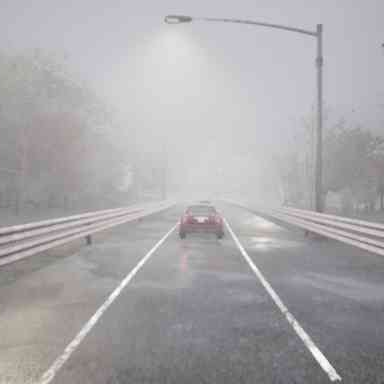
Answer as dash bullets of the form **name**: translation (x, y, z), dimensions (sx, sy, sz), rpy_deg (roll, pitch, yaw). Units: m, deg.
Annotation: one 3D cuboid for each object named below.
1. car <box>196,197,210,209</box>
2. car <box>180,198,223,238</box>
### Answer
- **car**: translation (1.631, 1.598, 49.321), dimensions (1.882, 1.535, 5.008), rpy_deg (1, 0, 0)
- **car**: translation (0.547, 1.401, 18.156), dimensions (2.097, 1.767, 4.553), rpy_deg (0, 0, 3)
